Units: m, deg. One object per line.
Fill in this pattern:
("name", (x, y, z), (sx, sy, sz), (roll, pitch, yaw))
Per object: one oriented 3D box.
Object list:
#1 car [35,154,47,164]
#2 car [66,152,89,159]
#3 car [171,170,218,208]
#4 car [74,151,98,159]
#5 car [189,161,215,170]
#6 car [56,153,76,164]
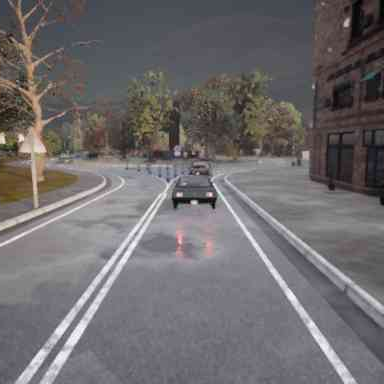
("car", (-24.944, -5.502, 54.806), (1.837, 1.490, 4.892), (-4, 9, -21))
("car", (-24.812, -7.999, 72.468), (2.128, 1.511, 4.902), (3, 9, 20))
("car", (0.099, -0.125, 15.569), (1.895, 1.301, 4.718), (0, 7, 0))
("car", (-22.095, -7.894, 70.543), (2.097, 1.767, 4.553), (3, 9, 20))
("car", (0.937, -2.126, 30.782), (1.837, 1.490, 4.892), (1, 7, 9))
("car", (-20.323, -5.213, 52.941), (1.812, 1.442, 4.674), (-5, 10, -31))
